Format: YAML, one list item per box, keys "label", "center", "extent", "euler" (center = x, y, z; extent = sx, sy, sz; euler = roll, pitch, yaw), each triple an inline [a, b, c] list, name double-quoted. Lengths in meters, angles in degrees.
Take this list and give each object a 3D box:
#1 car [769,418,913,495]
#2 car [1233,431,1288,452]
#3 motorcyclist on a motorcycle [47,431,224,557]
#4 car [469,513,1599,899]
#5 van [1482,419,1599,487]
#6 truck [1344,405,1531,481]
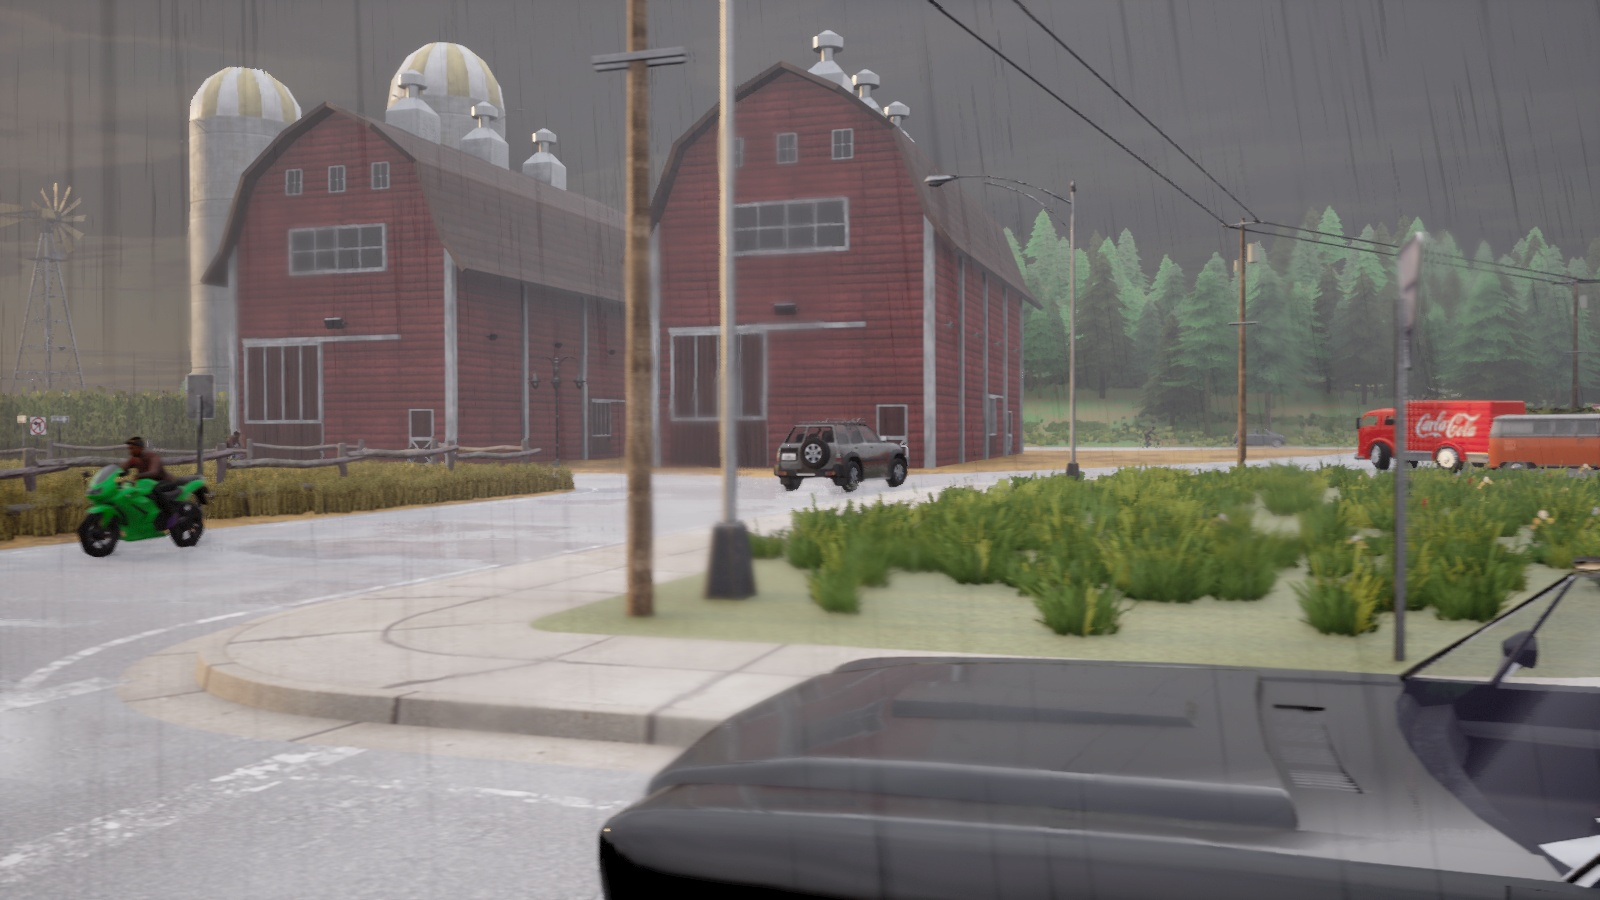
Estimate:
- label: "car"
  center: [1.168, 0.115, 32.808]
  extent: [1.932, 1.855, 4.605]
  euler: [0, 1, 28]
- label: "car"
  center: [33.071, -0.604, 90.255]
  extent: [3.633, 1.501, 1.845]
  euler: [1, 1, 19]
- label: "motorcyclist on a motorcycle"
  center: [-8.587, 0.517, 16.338]
  extent: [0.797, 1.523, 2.044]
  euler: [1, 1, 19]
- label: "car"
  center: [1.909, 0.894, 2.563]
  extent: [4.718, 1.301, 1.895]
  euler: [1, 1, 18]
- label: "van"
  center: [23.251, 0.063, 38.126]
  extent: [4.442, 1.987, 1.775]
  euler: [1, 1, 29]
- label: "truck"
  center: [22.180, -0.336, 43.933]
  extent: [2.627, 2.467, 5.204]
  euler: [-2, 3, -30]
